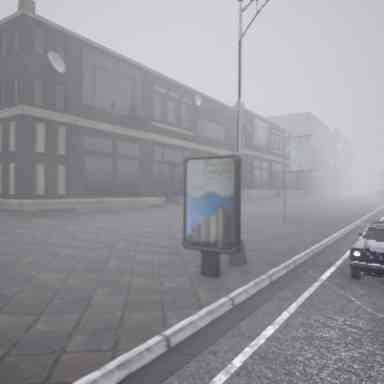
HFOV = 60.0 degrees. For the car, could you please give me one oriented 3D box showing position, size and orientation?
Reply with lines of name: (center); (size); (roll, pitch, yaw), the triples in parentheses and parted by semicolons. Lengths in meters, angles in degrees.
car: (5.627, 1.518, 9.121); (1.895, 1.301, 4.718); (1, 1, 34)
